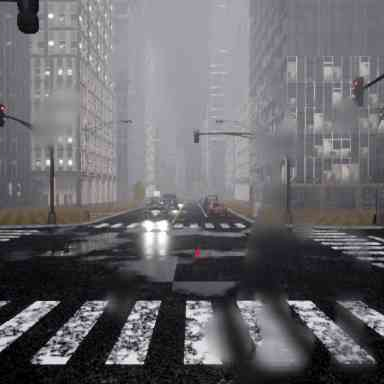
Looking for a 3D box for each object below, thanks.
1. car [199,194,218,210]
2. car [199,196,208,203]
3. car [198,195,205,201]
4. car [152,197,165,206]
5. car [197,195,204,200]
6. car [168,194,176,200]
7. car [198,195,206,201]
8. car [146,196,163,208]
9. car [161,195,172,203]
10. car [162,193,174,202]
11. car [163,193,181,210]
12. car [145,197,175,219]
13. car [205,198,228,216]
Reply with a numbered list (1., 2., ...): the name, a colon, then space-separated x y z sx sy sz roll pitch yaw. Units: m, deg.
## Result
1. car: 2.458 1.297 43.212 2.192 1.841 5.009 -1 0 0
2. car: 2.421 1.508 70.834 1.887 1.381 4.507 -1 0 0
3. car: 2.390 1.474 87.578 1.752 1.417 4.829 -1 0 0
4. car: -5.427 1.557 54.221 1.802 1.307 4.206 -1 0 0
5. car: 2.380 1.489 92.933 1.887 1.381 4.507 -1 0 0
6. car: -5.502 1.385 92.893 1.967 1.590 4.097 -1 0 0
7. car: 2.401 1.536 81.884 1.802 1.307 4.206 -1 0 0
8. car: -5.419 1.419 48.697 1.967 1.590 4.097 -1 0 0
9. car: -5.460 1.403 70.795 1.967 1.590 4.097 -1 0 0
10. car: -5.472 1.274 76.319 2.192 1.841 5.009 -1 0 0
11. car: -2.937 1.204 43.766 2.150 2.045 5.566 0 0 -1
12. car: -2.909 1.480 28.827 2.128 1.511 4.902 0 0 0
13. car: 2.462 1.569 32.163 1.802 1.307 4.206 -1 0 0
